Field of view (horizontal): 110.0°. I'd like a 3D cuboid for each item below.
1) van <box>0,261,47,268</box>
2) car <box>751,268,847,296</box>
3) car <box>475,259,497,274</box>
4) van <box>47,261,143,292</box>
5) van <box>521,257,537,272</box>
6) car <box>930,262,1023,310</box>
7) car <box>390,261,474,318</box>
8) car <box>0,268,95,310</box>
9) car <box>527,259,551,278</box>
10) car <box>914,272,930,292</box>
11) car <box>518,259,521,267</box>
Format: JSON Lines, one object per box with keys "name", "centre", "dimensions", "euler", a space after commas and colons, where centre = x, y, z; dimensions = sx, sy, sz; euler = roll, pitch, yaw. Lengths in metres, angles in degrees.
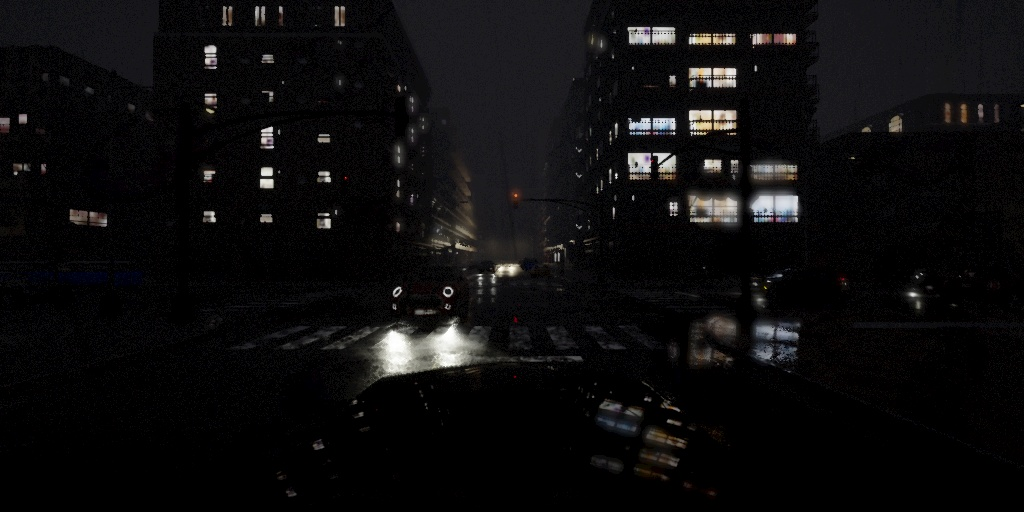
{"name": "van", "centre": [-30.444, 1.200, 21.706], "dimensions": [3.998, 1.789, 1.690], "euler": [0, 0, 1]}
{"name": "car", "centre": [14.691, 1.303, 18.642], "dimensions": [4.181, 1.385, 1.994], "euler": [0, -1, 1]}
{"name": "car", "centre": [-2.834, 1.291, 41.562], "dimensions": [1.837, 1.490, 4.892], "euler": [0, 0, 0]}
{"name": "van", "centre": [-24.850, 1.189, 21.631], "dimensions": [3.998, 1.789, 1.690], "euler": [0, 0, 1]}
{"name": "van", "centre": [2.502, 1.116, 47.427], "dimensions": [1.690, 1.789, 3.998], "euler": [0, 0, 0]}
{"name": "car", "centre": [18.665, 1.102, 13.164], "dimensions": [4.097, 1.591, 1.967], "euler": [0, 0, 1]}
{"name": "car", "centre": [-2.774, 1.104, 13.004], "dimensions": [2.097, 1.767, 4.553], "euler": [0, 0, 0]}
{"name": "car", "centre": [-19.362, 1.289, 13.677], "dimensions": [4.403, 1.370, 2.007], "euler": [0, 0, 1]}
{"name": "car", "centre": [2.628, 1.287, 33.594], "dimensions": [1.751, 1.417, 4.829], "euler": [0, 0, 0]}
{"name": "car", "centre": [23.859, 1.072, 18.520], "dimensions": [4.553, 1.767, 2.097], "euler": [0, -1, 1]}
{"name": "car", "centre": [2.458, 1.096, 53.081], "dimensions": [2.192, 1.841, 5.009], "euler": [0, 0, 0]}
